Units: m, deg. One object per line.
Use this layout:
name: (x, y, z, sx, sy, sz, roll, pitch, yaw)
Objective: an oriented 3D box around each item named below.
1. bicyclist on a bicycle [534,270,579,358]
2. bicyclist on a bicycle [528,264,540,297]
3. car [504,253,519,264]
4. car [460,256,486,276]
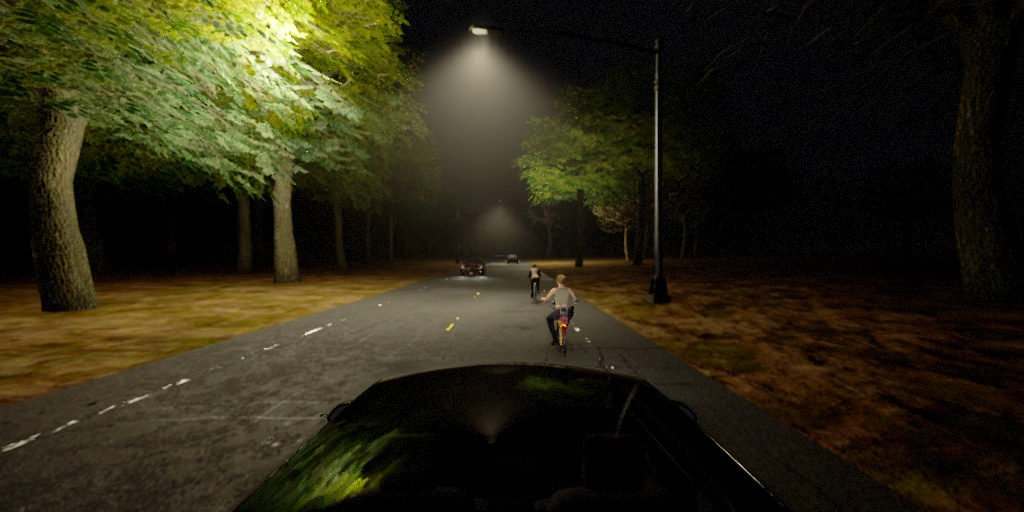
bicyclist on a bicycle: (1.006, 1.178, 7.480, 0.866, 1.612, 1.509, 0, 0, 0)
bicyclist on a bicycle: (0.969, 1.159, 15.211, 0.582, 1.620, 1.656, 0, 0, 0)
car: (0.118, 0.567, 63.560, 2.128, 1.511, 4.902, 0, 1, 0)
car: (-3.590, 0.934, 33.849, 2.097, 1.767, 4.553, 0, 0, 0)
